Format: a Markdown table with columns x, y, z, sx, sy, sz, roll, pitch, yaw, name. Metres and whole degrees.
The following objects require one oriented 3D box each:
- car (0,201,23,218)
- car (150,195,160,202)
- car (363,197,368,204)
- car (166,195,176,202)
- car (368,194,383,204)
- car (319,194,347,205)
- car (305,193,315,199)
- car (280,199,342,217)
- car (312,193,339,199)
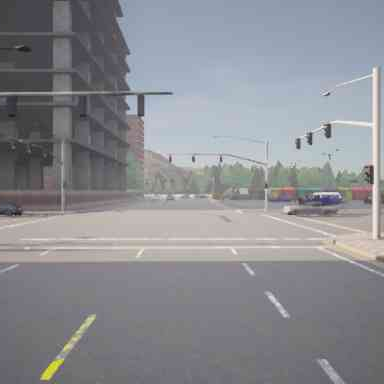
| x | y | z | sx | sy | sz | roll | pitch | yaw | name |
| --- | --- | --- | --- | --- | --- | --- | --- | --- | --- |
| -17.954 | 1.550 | 30.767 | 4.181 | 1.385 | 1.994 | 0 | 0 | -1 | car |
| -8.243 | 1.504 | 75.038 | 1.812 | 1.442 | 4.674 | 0 | 0 | -1 | car |
| 39.280 | 1.418 | 70.790 | 3.905 | 1.438 | 1.784 | 0 | 0 | 0 | car |
| -4.743 | 1.480 | 75.081 | 1.837 | 1.490 | 4.892 | 0 | 0 | -1 | car |
| 39.232 | 1.207 | 67.894 | 4.605 | 1.855 | 1.932 | 0 | 0 | 0 | car |
| 24.282 | 1.449 | 56.682 | 3.806 | 1.475 | 1.970 | 0 | 0 | 0 | car |
| 24.202 | 1.207 | 62.260 | 4.605 | 1.855 | 1.932 | 0 | 0 | 0 | car |
| 10.971 | 1.585 | 31.029 | 4.718 | 1.301 | 1.895 | 0 | 0 | -1 | car |
| 24.267 | 1.418 | 59.577 | 3.905 | 1.438 | 1.784 | 0 | 0 | 0 | car |
